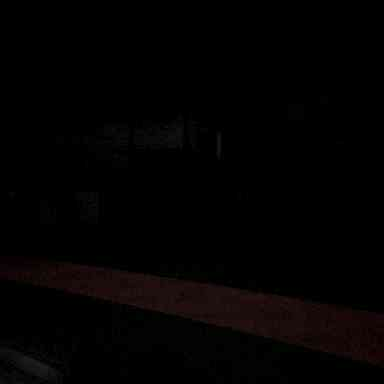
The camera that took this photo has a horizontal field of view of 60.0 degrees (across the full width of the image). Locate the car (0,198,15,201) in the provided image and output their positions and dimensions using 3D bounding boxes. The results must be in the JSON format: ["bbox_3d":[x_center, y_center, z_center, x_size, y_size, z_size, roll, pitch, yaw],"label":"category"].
[{"bbox_3d":[-15.780,1.347,27.688,1.837,1.490,4.892,0,0,23],"label":"car"}]

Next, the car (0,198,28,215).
[{"bbox_3d":[-18.240,1.348,31.354,1.837,1.490,4.892,0,0,23],"label":"car"}]
